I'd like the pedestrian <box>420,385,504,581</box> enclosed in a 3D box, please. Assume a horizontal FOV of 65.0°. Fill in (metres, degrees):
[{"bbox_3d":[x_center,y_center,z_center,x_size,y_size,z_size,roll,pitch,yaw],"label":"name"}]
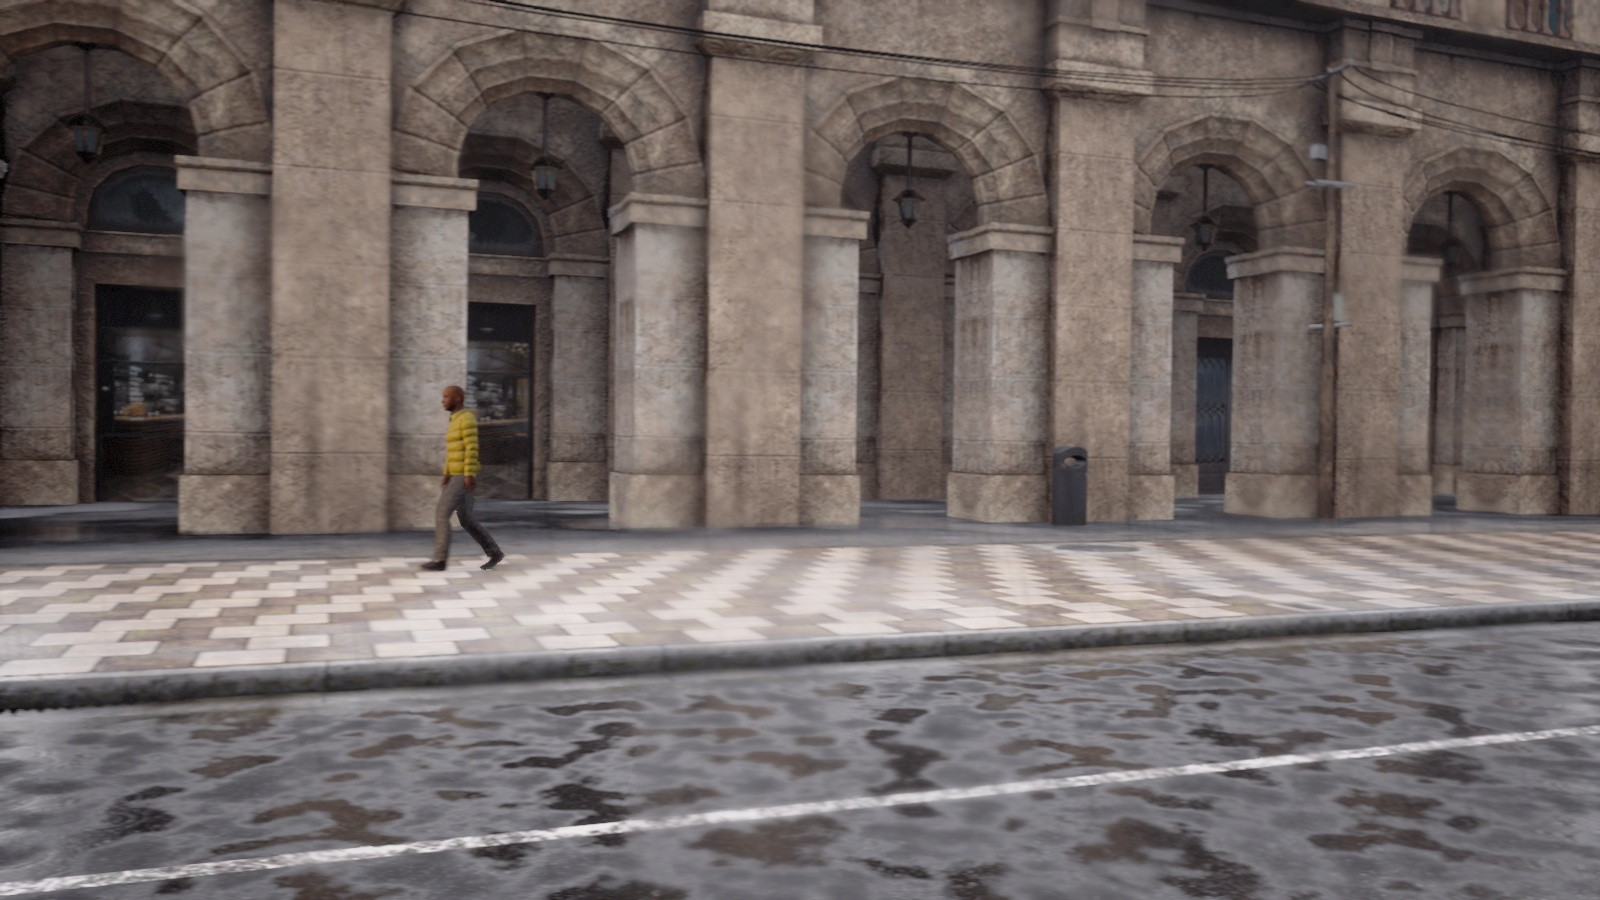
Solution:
[{"bbox_3d":[-3.243,0.301,12.035,0.726,1.835,0.370,-1,1,-21],"label":"pedestrian"}]
